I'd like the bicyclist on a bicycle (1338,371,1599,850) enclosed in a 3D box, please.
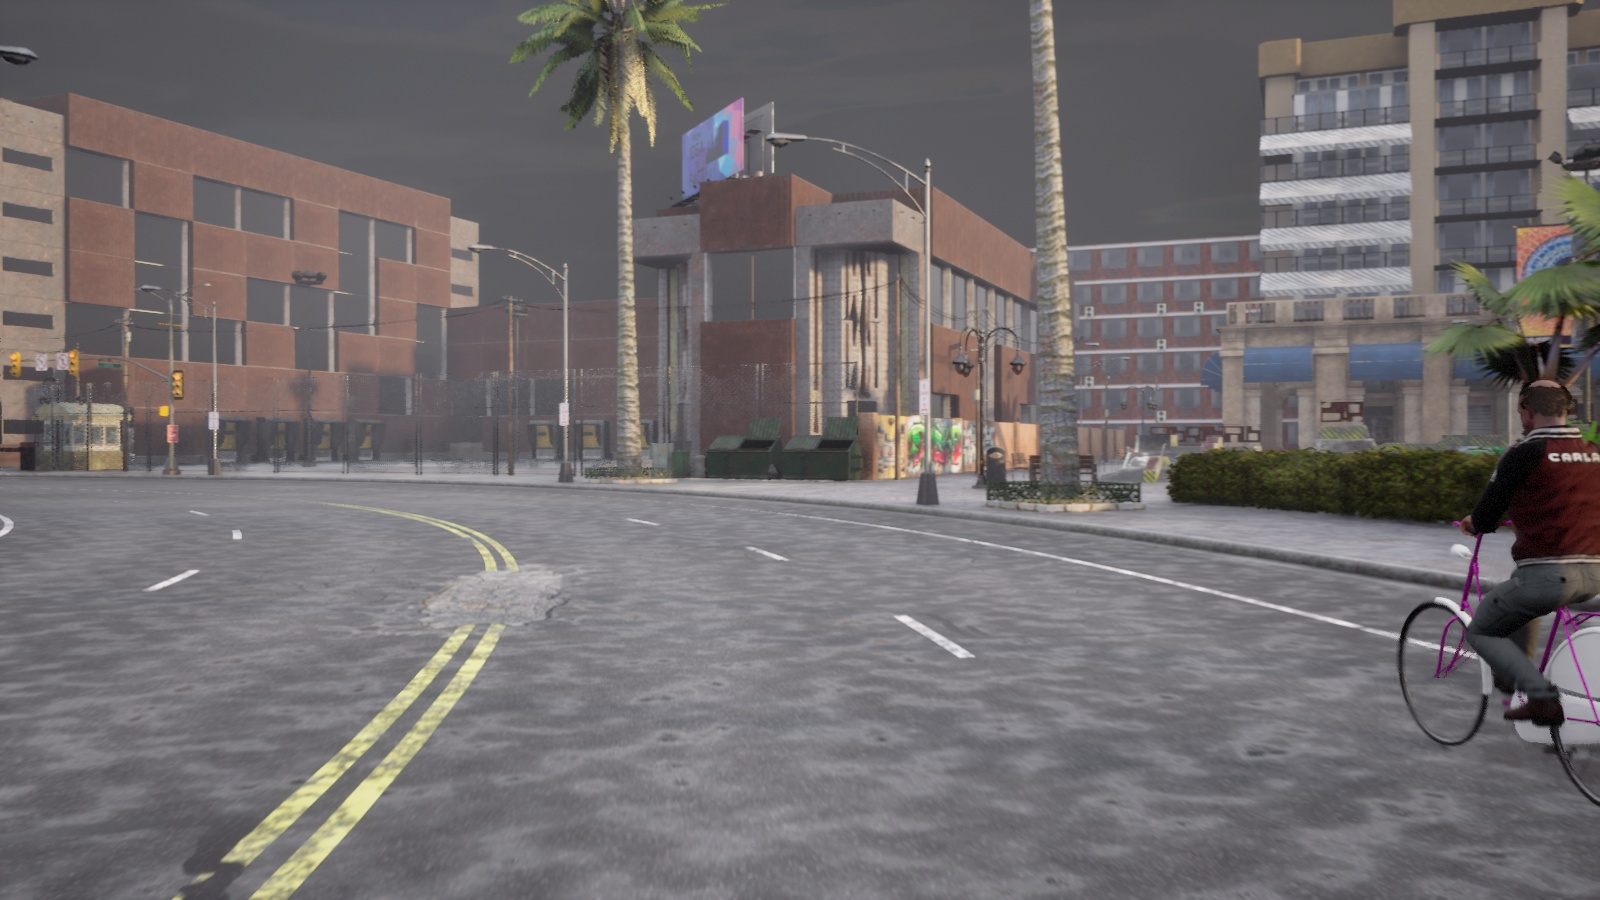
[{"bbox_3d":[3.189,0.586,5.595,0.659,1.776,1.843,0,1,-5],"label":"bicyclist on a bicycle"}]
